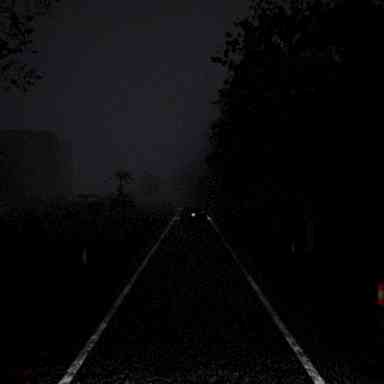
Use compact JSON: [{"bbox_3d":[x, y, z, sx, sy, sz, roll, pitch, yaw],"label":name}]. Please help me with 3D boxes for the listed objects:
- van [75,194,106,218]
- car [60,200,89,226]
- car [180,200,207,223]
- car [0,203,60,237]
[{"bbox_3d":[-9.091,1.226,29.384,1.878,1.987,4.442,0,-1,-3],"label":"van"},{"bbox_3d":[-9.081,1.473,22.871,2.163,1.488,4.792,0,-1,-2],"label":"car"},{"bbox_3d":[0.098,1.586,25.529,1.994,1.385,4.181,0,0,0],"label":"car"},{"bbox_3d":[-9.075,1.434,17.360,2.231,1.521,4.892,0,-1,-2],"label":"car"}]
